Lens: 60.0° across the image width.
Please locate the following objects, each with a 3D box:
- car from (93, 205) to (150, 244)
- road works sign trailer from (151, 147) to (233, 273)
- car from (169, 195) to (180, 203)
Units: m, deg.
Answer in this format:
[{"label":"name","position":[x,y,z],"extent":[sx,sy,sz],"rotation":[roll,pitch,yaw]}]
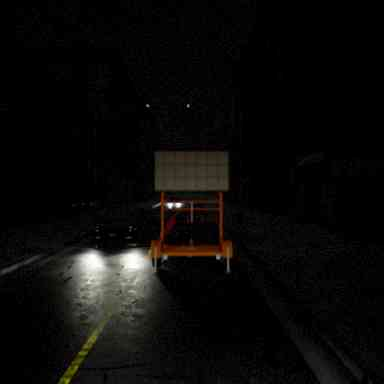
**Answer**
[{"label":"car","position":[-3.110,1.397,15.489],"extent":[1.882,1.535,5.008],"rotation":[0,0,0]},{"label":"road works sign trailer","position":[-0.006,0.411,10.466],"extent":[2.380,3.560,2.880],"rotation":[0,0,0]},{"label":"car","position":[-3.096,1.263,58.860],"extent":[1.895,1.301,4.718],"rotation":[0,0,0]}]
